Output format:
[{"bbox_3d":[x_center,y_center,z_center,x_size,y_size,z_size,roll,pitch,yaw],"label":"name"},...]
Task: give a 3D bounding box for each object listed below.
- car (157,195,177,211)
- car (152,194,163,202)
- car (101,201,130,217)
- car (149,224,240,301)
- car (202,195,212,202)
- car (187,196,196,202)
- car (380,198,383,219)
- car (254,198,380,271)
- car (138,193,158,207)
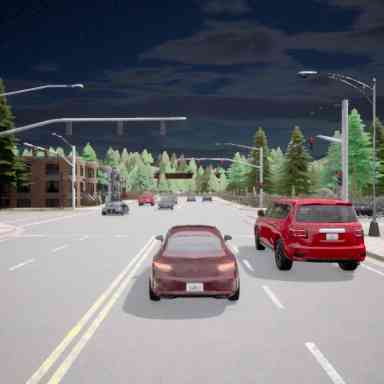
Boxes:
[{"bbox_3d":[-3.287,1.505,41.153,1.837,1.490,4.892,0,0,-7],"label":"car"},{"bbox_3d":[-7.156,1.178,68.734,1.812,1.442,4.674,0,0,0],"label":"car"},{"bbox_3d":[-7.172,1.564,31.570,1.994,1.385,4.181,0,0,0],"label":"car"},{"bbox_3d":[0.045,1.526,8.205,1.812,1.442,4.674,0,0,0],"label":"car"},{"bbox_3d":[3.342,1.355,74.368,2.097,1.767,4.553,0,0,0],"label":"car"},{"bbox_3d":[-0.165,1.553,74.595,1.994,1.385,4.181,0,0,0],"label":"car"},{"bbox_3d":[14.303,1.505,28.788,4.892,1.490,1.837,0,0,0],"label":"car"},{"bbox_3d":[3.551,1.221,11.086,2.150,2.045,5.566,0,0,0],"label":"car"},{"bbox_3d":[-7.203,1.221,53.147,2.150,2.045,5.566,0,0,0],"label":"car"}]
